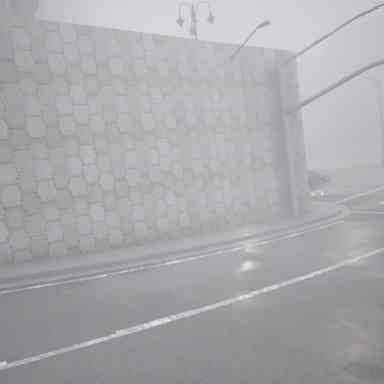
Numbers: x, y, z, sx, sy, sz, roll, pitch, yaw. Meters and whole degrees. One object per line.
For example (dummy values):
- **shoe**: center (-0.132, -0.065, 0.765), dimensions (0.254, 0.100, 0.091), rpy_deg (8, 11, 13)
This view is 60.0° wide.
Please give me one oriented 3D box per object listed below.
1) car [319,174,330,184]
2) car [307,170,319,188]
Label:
- **car**: center (10.710, -1.347, 31.813), dimensions (1.837, 1.490, 4.892), rpy_deg (-11, 7, -34)
- **car**: center (8.043, -0.742, 29.605), dimensions (2.033, 1.411, 5.357), rpy_deg (-11, 7, -35)
